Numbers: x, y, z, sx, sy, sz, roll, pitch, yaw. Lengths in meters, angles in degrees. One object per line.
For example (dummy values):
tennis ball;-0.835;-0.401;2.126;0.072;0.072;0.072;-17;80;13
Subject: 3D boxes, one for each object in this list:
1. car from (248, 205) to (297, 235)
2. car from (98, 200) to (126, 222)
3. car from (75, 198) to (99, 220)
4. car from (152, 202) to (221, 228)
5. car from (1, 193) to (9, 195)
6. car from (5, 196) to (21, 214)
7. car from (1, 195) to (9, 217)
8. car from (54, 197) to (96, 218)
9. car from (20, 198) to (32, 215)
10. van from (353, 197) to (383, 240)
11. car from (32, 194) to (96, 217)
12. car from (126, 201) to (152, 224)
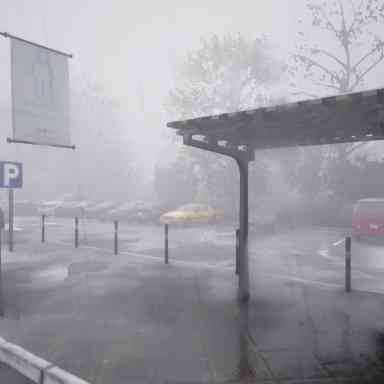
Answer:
car;4.603;1.514;19.396;2.163;1.488;4.792;0;0;36
car;-4.412;1.474;25.877;2.231;1.521;4.892;0;0;36
car;-6.672;1.469;27.489;2.097;1.535;5.008;0;0;36
car;-0.007;1.475;22.495;1.946;1.575;5.366;0;0;36
car;-24.766;1.154;40.367;2.435;2.045;5.566;0;0;36
car;-15.715;1.455;33.933;2.097;1.535;5.008;0;0;36
car;-17.864;1.445;35.701;1.946;1.575;5.366;0;0;36
car;-8.931;1.466;29.102;2.097;1.535;5.008;0;0;36
car;-13.454;1.462;32.318;2.231;1.521;4.892;0;0;36
van;9.205;1.264;16.289;1.878;1.987;4.442;0;0;36
car;-11.209;1.212;30.687;2.435;2.045;5.566;0;0;36
car;-2.140;1.505;24.283;2.163;1.488;4.792;0;0;36
